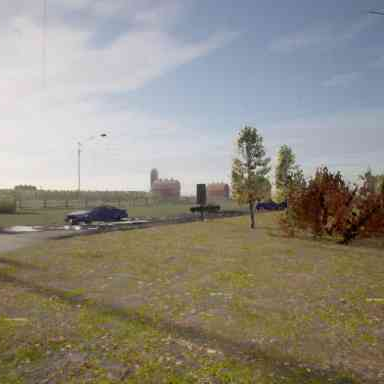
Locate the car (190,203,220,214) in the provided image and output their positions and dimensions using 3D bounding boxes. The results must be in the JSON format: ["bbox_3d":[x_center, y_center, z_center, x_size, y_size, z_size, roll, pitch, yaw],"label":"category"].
[{"bbox_3d":[1.612,1.977,41.308,1.895,1.301,4.718,-1,-1,32],"label":"car"}]

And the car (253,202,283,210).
[{"bbox_3d":[11.453,1.649,50.322,2.150,2.045,5.566,-1,-1,32],"label":"car"}]

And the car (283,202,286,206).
[{"bbox_3d":[16.934,2.059,59.313,1.812,1.442,4.674,-1,-1,31],"label":"car"}]

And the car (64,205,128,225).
[{"bbox_3d":[-7.507,1.762,26.737,2.033,1.411,5.357,-1,-1,32],"label":"car"}]
